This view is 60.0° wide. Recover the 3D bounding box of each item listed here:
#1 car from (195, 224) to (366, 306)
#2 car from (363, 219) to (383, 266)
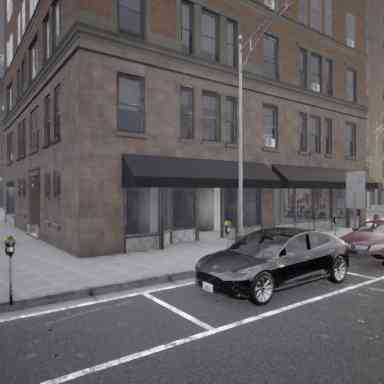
[{"bbox_3d":[2.088,1.566,8.056,4.313,1.339,1.947,0,0,-36],"label":"car"},{"bbox_3d":[6.550,1.582,11.274,4.206,1.307,1.802,0,0,-36],"label":"car"}]
